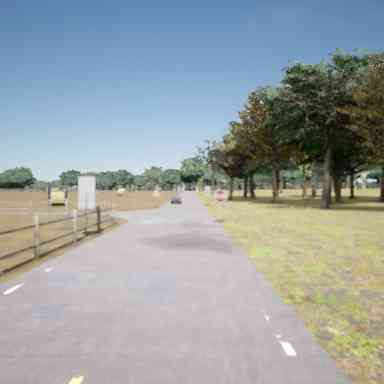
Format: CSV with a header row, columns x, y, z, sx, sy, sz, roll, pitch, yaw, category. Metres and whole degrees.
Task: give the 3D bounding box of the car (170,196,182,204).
x,y,z,sx,sy,sz,roll,pitch,yaw,category
-2.724,1.355,57.688,2.033,1.411,5.357,0,1,0,car
